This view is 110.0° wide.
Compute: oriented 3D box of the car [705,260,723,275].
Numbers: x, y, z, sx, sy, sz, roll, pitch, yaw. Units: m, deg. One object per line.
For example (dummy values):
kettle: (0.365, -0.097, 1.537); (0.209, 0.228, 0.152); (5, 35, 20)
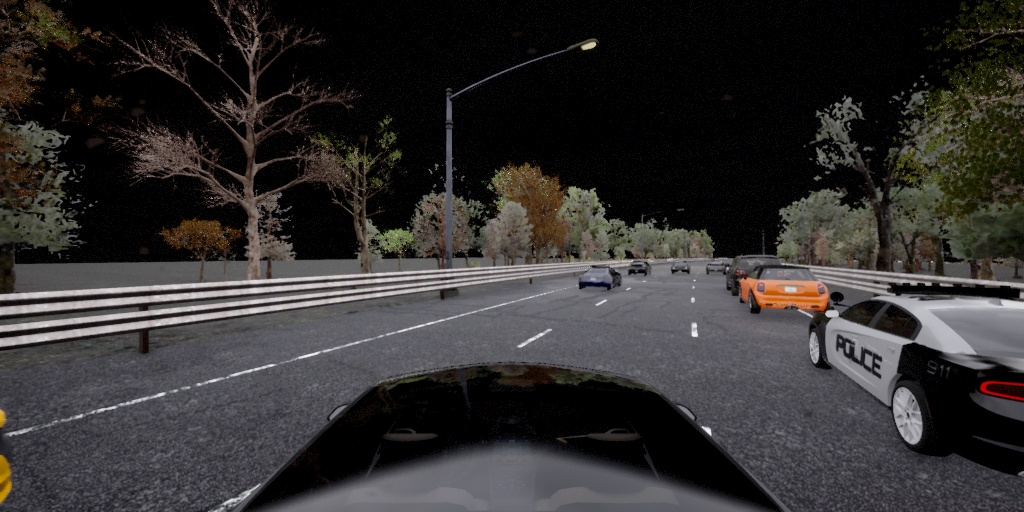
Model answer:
car: (22.372, 1.255, 39.341); (2.128, 1.511, 4.902); (0, 0, 29)

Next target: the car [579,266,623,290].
car: (5.620, 1.314, 22.500); (1.994, 1.385, 4.181); (0, 0, 27)

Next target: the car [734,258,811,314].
car: (9.906, 1.100, 13.419); (2.097, 1.767, 4.553); (0, 0, 27)

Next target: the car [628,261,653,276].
car: (13.341, 1.262, 37.212); (1.837, 1.490, 4.892); (0, 0, 28)

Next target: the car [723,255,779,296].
car: (12.609, 0.975, 18.758); (2.150, 2.045, 5.566); (0, 0, 27)

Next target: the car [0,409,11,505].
car: (-5.143, 1.229, 0.629); (1.882, 1.535, 5.008); (0, 0, 25)

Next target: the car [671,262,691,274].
car: (19.259, 1.363, 40.818); (1.895, 1.301, 4.718); (0, 0, 28)

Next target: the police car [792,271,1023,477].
police car: (5.599, 1.174, 4.688); (1.930, 1.638, 5.238); (0, 0, 26)
